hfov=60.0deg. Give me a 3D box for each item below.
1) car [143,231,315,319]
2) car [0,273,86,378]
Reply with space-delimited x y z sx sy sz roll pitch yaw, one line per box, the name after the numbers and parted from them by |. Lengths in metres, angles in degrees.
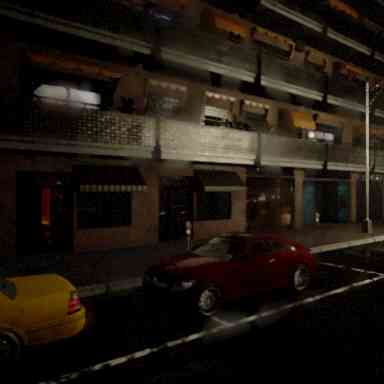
0.982 1.550 7.256 4.206 1.307 1.802 0 1 -35 | car
-3.790 1.532 3.853 4.829 1.417 1.752 -1 1 -35 | car
